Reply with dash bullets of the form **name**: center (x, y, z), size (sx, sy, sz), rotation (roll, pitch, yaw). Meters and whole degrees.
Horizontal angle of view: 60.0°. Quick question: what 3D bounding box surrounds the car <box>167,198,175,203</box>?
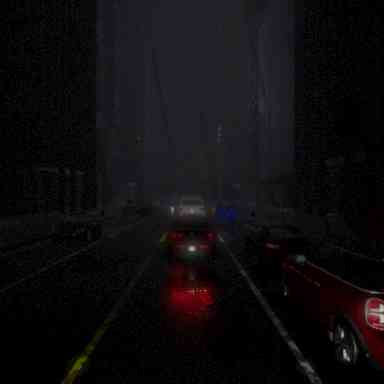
- **car**: center (-5.676, 2.329, 90.352), size (1.887, 1.381, 4.507), rotation (0, -1, 0)

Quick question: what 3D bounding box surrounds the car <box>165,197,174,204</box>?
- **car**: center (-5.675, 2.168, 84.715), size (1.967, 1.590, 4.097), rotation (0, -1, 0)

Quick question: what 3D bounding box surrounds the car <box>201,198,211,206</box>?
- **car**: center (2.852, 2.010, 67.784), size (1.967, 1.590, 4.097), rotation (0, -1, 0)

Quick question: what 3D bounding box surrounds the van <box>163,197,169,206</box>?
- **van**: center (-5.672, 1.911, 67.799), size (1.690, 1.788, 3.998), rotation (0, 0, 0)

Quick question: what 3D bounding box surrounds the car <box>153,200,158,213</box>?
- **car**: center (-5.670, 1.665, 39.608), size (2.192, 1.841, 5.009), rotation (0, 0, 0)

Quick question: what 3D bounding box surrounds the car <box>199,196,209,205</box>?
- **car**: center (2.851, 1.988, 79.064), size (2.192, 1.841, 5.009), rotation (0, -1, 0)

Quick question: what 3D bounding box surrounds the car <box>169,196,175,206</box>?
- **car**: center (-3.021, 2.074, 65.358), size (1.812, 1.442, 4.674), rotation (0, 0, 0)

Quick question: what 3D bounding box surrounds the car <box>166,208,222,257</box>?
- **car**: center (0.020, 1.637, 13.505), size (1.837, 1.490, 4.892), rotation (0, 0, 0)

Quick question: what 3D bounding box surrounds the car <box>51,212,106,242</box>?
- **car**: center (-5.670, 1.713, 17.047), size (2.008, 1.369, 4.403), rotation (0, -1, 0)

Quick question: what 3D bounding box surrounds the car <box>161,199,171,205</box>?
- **car**: center (-5.674, 2.186, 73.436), size (1.947, 1.339, 4.313), rotation (0, -1, 0)

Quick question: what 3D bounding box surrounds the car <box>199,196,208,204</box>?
- **car**: center (2.850, 2.043, 84.703), size (2.192, 1.841, 5.009), rotation (0, -1, 0)

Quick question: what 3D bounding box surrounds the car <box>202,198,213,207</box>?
- **car**: center (2.853, 1.962, 62.146), size (1.967, 1.590, 4.097), rotation (0, -1, 0)

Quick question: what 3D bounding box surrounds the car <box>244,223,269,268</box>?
- **car**: center (2.856, 1.692, 11.386), size (1.802, 1.307, 4.206), rotation (0, -1, 0)

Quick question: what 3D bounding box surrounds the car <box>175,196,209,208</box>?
- **car**: center (0.008, 1.479, 27.575), size (2.150, 2.045, 5.566), rotation (0, 0, 0)

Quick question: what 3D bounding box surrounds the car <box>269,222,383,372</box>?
- **car**: center (2.857, 1.497, 5.746), size (1.967, 1.590, 4.097), rotation (0, -1, 0)

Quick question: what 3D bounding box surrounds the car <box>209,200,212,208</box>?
- **car**: center (2.856, 1.833, 34.116), size (1.752, 1.417, 4.829), rotation (0, 0, 0)

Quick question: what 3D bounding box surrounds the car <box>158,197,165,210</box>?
- **car**: center (-5.672, 1.958, 50.674), size (1.752, 1.417, 4.829), rotation (0, 0, 1)

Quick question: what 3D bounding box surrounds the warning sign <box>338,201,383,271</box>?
- **warning sign**: center (5.065, 1.208, 9.548), size (1.300, 1.860, 1.060), rotation (0, -1, 0)

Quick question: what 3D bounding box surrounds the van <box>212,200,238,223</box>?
- **van**: center (2.856, 1.602, 28.306), size (1.690, 1.788, 3.998), rotation (0, 0, 0)

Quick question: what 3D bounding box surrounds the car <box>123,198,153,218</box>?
- **car**: center (-5.670, 1.621, 33.968), size (2.192, 1.841, 5.009), rotation (0, 0, 0)
